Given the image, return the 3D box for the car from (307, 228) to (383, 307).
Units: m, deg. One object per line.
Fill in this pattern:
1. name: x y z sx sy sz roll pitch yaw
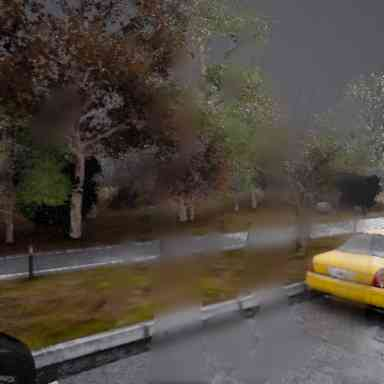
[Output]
1. car: 4.887 1.464 7.531 5.366 1.575 1.946 0 0 -33

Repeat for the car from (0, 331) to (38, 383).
1. car: -3.464 1.510 1.585 5.008 1.535 2.097 0 0 -33
